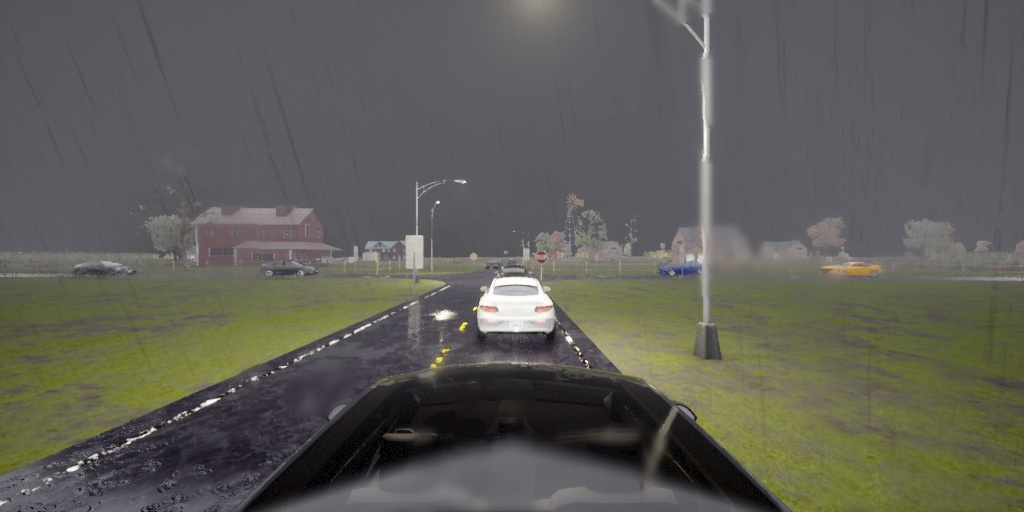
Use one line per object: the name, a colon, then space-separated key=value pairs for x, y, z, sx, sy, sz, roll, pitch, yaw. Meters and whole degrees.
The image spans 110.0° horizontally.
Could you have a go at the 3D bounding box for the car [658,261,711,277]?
car: x=17.260 y=1.277 z=36.021 sx=5.008 sy=1.535 sz=1.882 roll=0 pitch=0 yaw=0

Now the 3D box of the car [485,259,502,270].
car: x=-2.878 y=1.278 z=52.955 sx=2.033 sy=1.411 sz=5.357 roll=0 pitch=0 yaw=0

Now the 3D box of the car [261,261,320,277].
car: x=-20.530 y=1.189 z=33.328 sx=4.892 sy=1.490 sz=1.837 roll=0 pitch=0 yaw=0

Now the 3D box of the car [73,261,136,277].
car: x=-38.000 y=1.165 z=33.461 sx=4.674 sy=1.442 sz=1.812 roll=0 pitch=0 yaw=1

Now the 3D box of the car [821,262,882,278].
car: x=33.920 y=1.346 z=35.896 sx=5.008 sy=1.535 sz=1.882 roll=0 pitch=0 yaw=1

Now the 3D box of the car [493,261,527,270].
car: x=0.088 y=1.252 z=20.049 sx=1.837 sy=1.490 sz=4.892 roll=0 pitch=1 yaw=0

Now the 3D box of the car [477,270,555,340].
car: x=0.095 y=1.274 z=9.824 sx=1.812 sy=1.442 sz=4.674 roll=0 pitch=0 yaw=0
